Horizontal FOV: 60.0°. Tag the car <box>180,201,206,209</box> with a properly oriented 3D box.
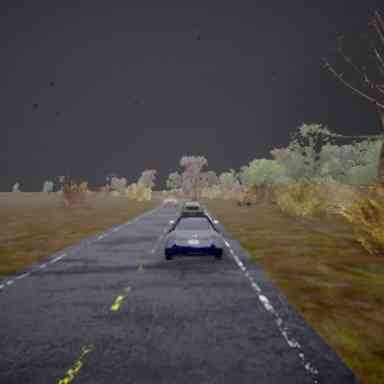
[{"bbox_3d":[0.067,1.482,27.789,1.837,1.490,4.892,0,1,0],"label":"car"}]

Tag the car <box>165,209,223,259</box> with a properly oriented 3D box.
[{"bbox_3d":[0.071,1.553,12.522,1.994,1.385,4.181,0,0,0],"label":"car"}]

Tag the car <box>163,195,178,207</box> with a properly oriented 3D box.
[{"bbox_3d":[-3.253,1.303,51.444,2.097,1.767,4.553,0,0,-1],"label":"car"}]
